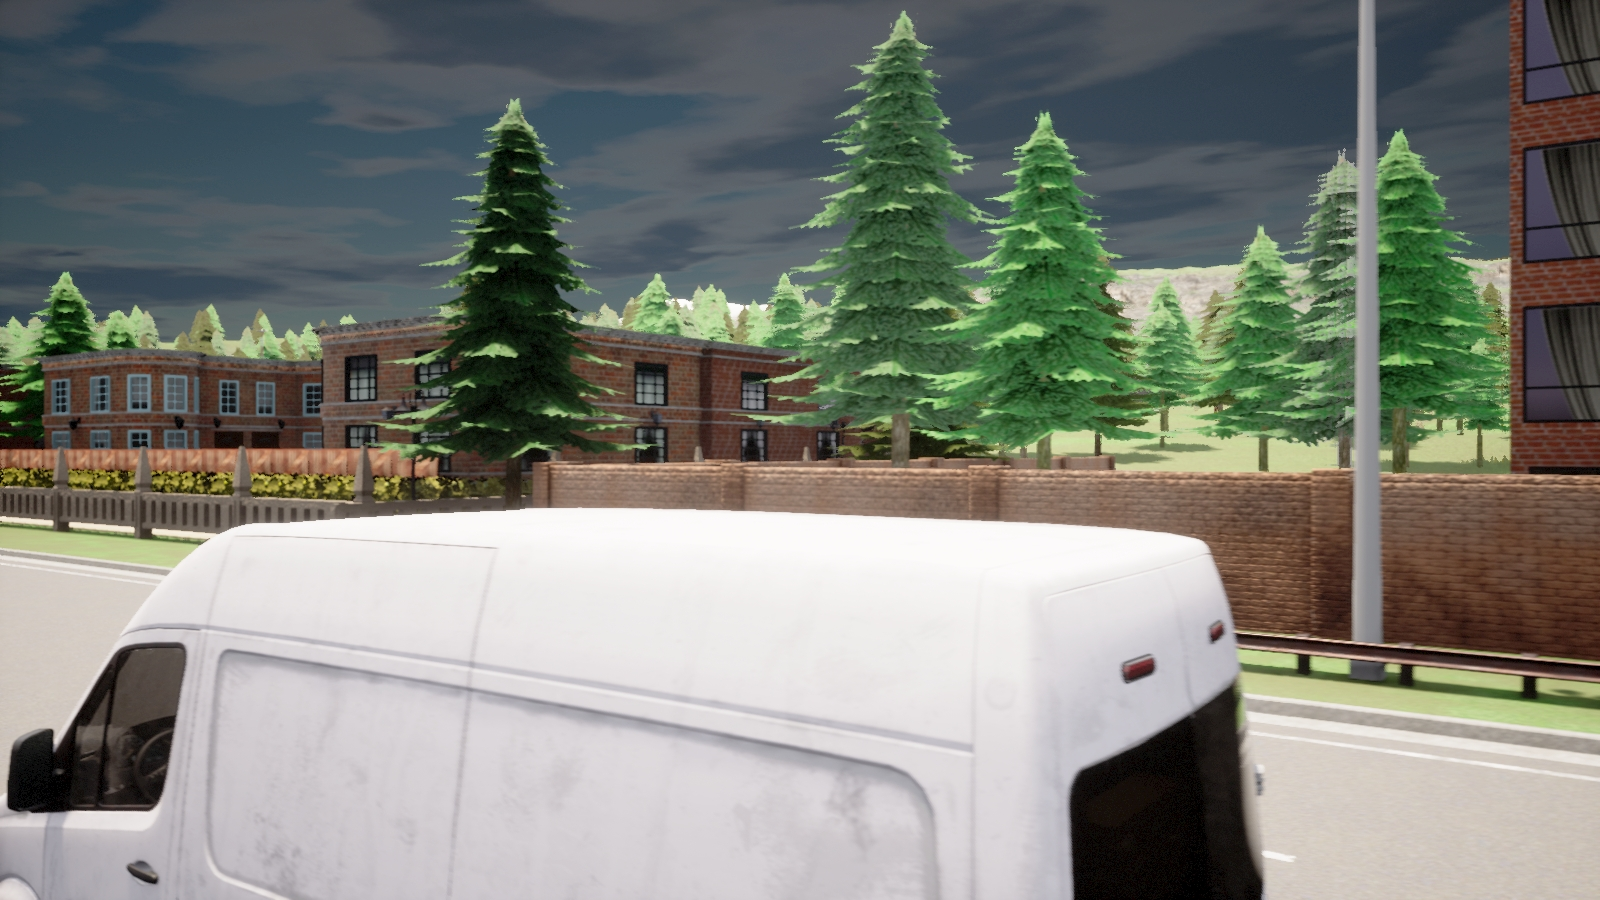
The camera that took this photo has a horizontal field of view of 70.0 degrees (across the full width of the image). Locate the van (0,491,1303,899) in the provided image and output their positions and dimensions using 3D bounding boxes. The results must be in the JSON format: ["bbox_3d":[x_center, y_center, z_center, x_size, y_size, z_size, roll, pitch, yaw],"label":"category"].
[{"bbox_3d":[-1.313,1.536,4.701,5.915,2.561,1.988,0,0,35],"label":"van"}]
